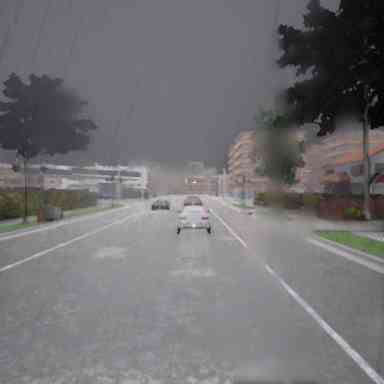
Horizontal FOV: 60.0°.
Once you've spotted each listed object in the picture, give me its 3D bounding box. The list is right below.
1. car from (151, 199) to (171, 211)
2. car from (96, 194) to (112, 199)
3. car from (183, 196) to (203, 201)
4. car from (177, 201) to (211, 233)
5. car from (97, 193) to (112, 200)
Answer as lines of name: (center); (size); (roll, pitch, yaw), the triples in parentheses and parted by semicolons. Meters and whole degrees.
car: (-3.534, 1.481, 38.498); (1.994, 1.385, 4.181); (0, 0, 0)
car: (-24.022, 1.250, 91.206); (3.806, 1.475, 1.970); (0, 0, 1)
car: (0.103, 1.272, 37.226); (2.097, 1.767, 4.553); (0, 0, 0)
car: (0.102, 1.487, 19.338); (1.812, 1.442, 4.674); (0, 0, 0)
car: (-23.306, 1.102, 85.455); (4.611, 1.667, 2.242); (0, 0, 1)
